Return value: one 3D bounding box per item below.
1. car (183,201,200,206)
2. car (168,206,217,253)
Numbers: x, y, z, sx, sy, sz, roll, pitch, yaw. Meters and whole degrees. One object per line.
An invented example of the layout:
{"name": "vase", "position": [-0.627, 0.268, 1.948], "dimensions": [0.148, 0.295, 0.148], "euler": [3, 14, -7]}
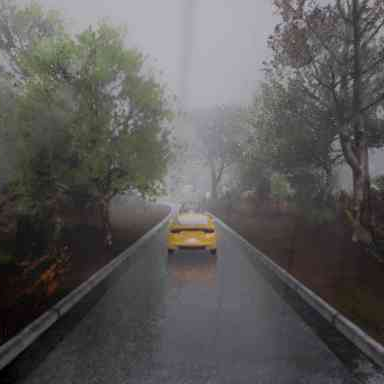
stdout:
{"name": "car", "position": [-0.053, 1.625, 29.096], "dimensions": [2.097, 1.767, 4.553], "euler": [0, -1, 0]}
{"name": "car", "position": [0.009, 1.615, 14.483], "dimensions": [1.882, 1.535, 5.008], "euler": [0, 0, 0]}
